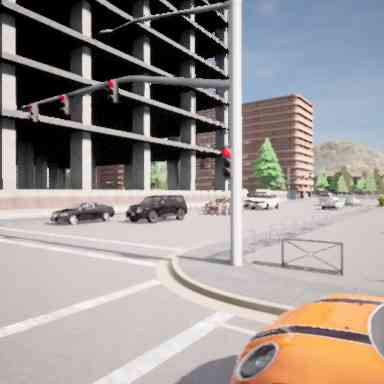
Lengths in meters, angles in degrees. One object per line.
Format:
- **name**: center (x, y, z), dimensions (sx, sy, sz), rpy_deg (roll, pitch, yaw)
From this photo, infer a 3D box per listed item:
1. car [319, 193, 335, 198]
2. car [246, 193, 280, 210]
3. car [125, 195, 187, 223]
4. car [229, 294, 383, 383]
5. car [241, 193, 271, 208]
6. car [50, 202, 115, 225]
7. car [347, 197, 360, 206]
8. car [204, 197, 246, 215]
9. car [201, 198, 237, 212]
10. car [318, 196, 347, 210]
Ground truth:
- **car**: center (22.474, 1.211, 54.768), dimensions (2.150, 2.045, 5.566), rpy_deg (0, 0, 35)
- **car**: center (9.393, 1.222, 42.650), dimensions (2.150, 2.045, 5.566), rpy_deg (0, 0, 36)
- **car**: center (-2.588, 1.222, 25.758), dimensions (2.150, 2.045, 5.566), rpy_deg (0, 0, 35)
- **car**: center (2.495, 1.350, 2.213), dimensions (4.553, 1.767, 2.097), rpy_deg (0, 0, 35)
- **car**: center (9.515, 1.233, 48.832), dimensions (2.150, 2.045, 5.566), rpy_deg (0, 0, 36)
- **car**: center (-7.896, 1.504, 24.335), dimensions (2.128, 1.511, 4.902), rpy_deg (0, 0, 36)
- **car**: center (25.484, 1.503, 52.984), dimensions (1.812, 1.442, 4.674), rpy_deg (0, 0, 35)
- **car**: center (3.303, 1.353, 34.076), dimensions (2.097, 1.767, 4.553), rpy_deg (0, 0, 35)
- **car**: center (3.297, 1.504, 40.117), dimensions (2.128, 1.511, 4.902), rpy_deg (0, 0, 35)
- **car**: center (17.865, 1.577, 42.193), dimensions (1.895, 1.301, 4.718), rpy_deg (0, 0, 35)
